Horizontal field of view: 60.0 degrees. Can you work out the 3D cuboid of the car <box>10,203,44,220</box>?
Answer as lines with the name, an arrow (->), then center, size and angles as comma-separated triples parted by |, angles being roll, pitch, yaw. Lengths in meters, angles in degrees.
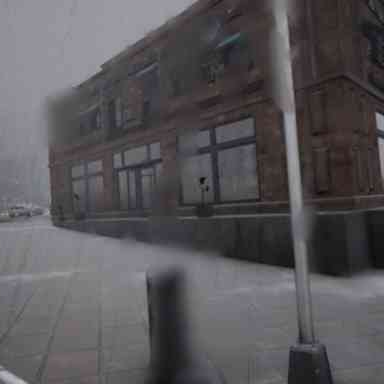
car -> -16.564, 1.866, 33.586 | 2.128, 1.511, 4.902 | -3, 0, -5

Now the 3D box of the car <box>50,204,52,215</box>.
car -> -13.527, 1.413, 35.679 | 2.150, 2.045, 5.566 | -3, 0, -8
